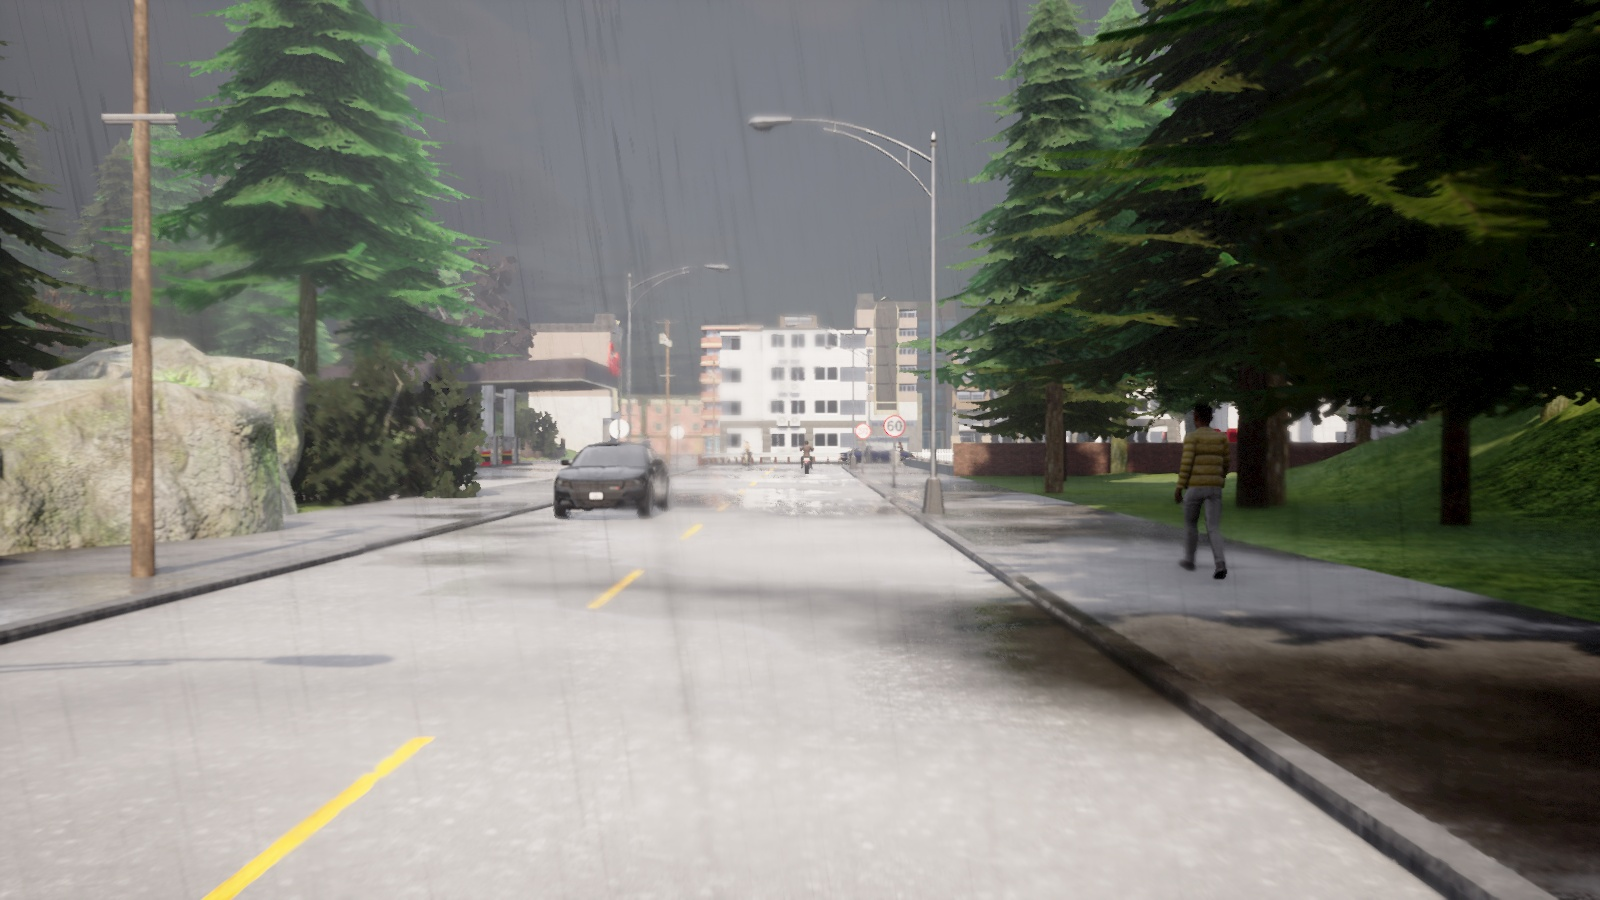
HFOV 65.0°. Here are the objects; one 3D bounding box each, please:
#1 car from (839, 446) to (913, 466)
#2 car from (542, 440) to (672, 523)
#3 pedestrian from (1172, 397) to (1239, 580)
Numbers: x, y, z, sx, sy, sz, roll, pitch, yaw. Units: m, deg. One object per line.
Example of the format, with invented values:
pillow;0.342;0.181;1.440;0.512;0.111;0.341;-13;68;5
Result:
car;5.093;0.380;83.769;4.718;1.301;1.895;0;0;-34
car;-3.836;0.575;25.864;1.882;1.535;5.008;0;0;0
pedestrian;4.178;0.386;12.984;0.431;1.840;0.709;0;0;-3
